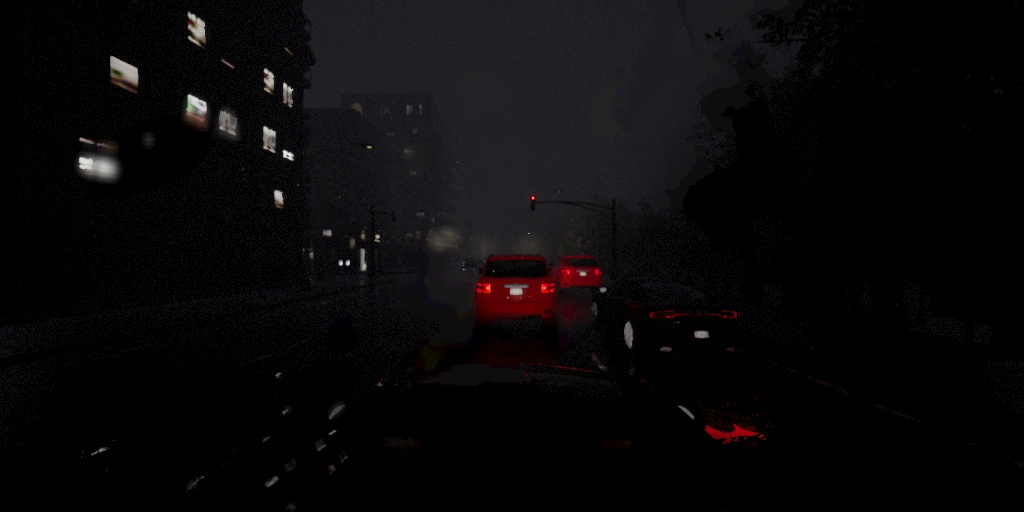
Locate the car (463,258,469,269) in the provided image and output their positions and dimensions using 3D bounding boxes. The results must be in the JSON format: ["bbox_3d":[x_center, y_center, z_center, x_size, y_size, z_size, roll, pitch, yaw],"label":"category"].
[{"bbox_3d":[-6.612,1.072,57.302,2.097,1.767,4.553,0,0,0],"label":"car"}]

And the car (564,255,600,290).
[{"bbox_3d":[3.346,0.958,19.885,2.150,2.045,5.566,0,0,-1],"label":"car"}]

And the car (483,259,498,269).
[{"bbox_3d":[-3.367,1.267,57.117,2.033,1.411,5.357,0,0,0],"label":"car"}]

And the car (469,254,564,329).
[{"bbox_3d":[0.096,0.962,11.349,2.150,2.045,5.566,0,0,0],"label":"car"}]

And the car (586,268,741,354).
[{"bbox_3d":[3.344,1.222,8.797,1.882,1.535,5.008,0,0,0],"label":"car"}]

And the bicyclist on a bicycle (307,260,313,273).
[{"bbox_3d":[-24.902,1.299,43.957,0.582,1.620,1.656,-1,1,-1],"label":"bicyclist on a bicycle"}]
